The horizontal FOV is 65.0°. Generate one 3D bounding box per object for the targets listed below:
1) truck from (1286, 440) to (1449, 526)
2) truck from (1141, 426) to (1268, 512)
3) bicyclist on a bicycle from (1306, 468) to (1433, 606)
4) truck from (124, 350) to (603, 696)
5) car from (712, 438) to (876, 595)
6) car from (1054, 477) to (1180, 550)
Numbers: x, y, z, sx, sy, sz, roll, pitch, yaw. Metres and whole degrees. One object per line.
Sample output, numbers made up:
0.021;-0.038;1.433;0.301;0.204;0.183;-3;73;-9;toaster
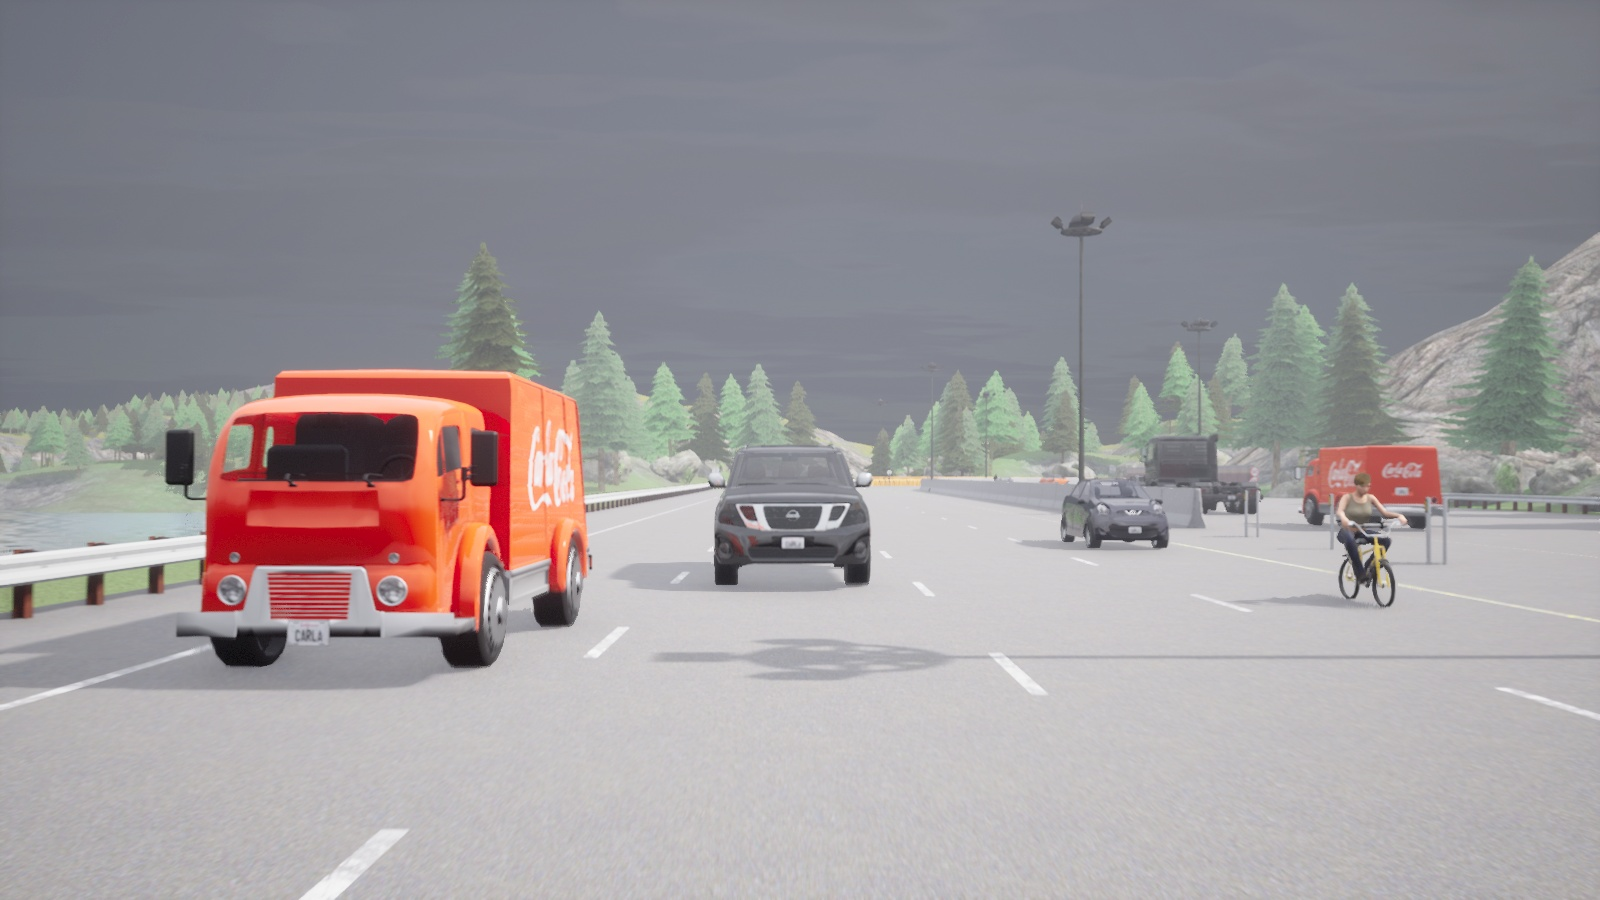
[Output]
17.402;1.018;38.888;2.627;2.467;5.204;0;-1;0;truck
17.361;0.833;54.538;2.891;3.462;7.936;0;-1;0;truck
6.966;1.030;15.447;0.866;1.612;1.509;0;-1;0;bicyclist on a bicycle
-3.531;0.573;11.604;2.627;2.467;5.204;0;-1;0;truck
-0.151;0.914;19.353;2.150;2.045;5.566;0;-1;-2;car
6.932;1.349;27.791;1.845;1.501;3.633;0;-1;0;car
